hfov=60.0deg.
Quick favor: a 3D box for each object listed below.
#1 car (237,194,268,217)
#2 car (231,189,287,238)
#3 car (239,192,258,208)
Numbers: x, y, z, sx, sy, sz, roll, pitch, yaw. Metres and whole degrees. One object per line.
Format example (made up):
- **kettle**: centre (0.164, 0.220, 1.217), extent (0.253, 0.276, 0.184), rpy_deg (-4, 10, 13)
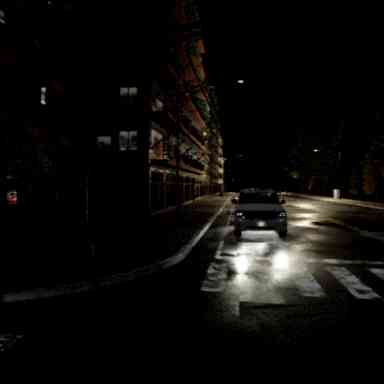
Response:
- **car**: centre (4.560, 0.968, 25.734), extent (2.128, 1.511, 4.902), rpy_deg (0, 1, 8)
- **car**: centre (3.125, 0.866, 15.870), extent (2.150, 2.045, 5.566), rpy_deg (0, 1, 8)
- **car**: centre (6.055, 0.783, 35.876), extent (1.882, 1.535, 5.008), rpy_deg (0, 1, 9)
